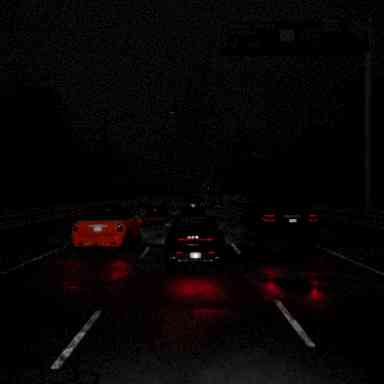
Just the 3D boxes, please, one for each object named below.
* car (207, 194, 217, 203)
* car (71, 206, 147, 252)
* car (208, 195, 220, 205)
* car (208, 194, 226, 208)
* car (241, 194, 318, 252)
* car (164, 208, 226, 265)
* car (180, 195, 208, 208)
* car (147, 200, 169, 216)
[{"bbox_3d":[4.667,1.571,77.791,2.150,2.045,5.566,0,-1,3],"label":"car"},{"bbox_3d":[-3.403,1.364,14.129,2.097,1.767,4.553,0,0,0],"label":"car"},{"bbox_3d":[4.018,1.444,61.892,2.097,1.767,4.553,0,0,2],"label":"car"},{"bbox_3d":[3.702,1.364,49.999,2.097,1.767,4.553,0,0,1],"label":"car"},{"bbox_3d":[3.496,1.093,14.212,2.150,2.045,5.566,0,0,0],"label":"car"},{"bbox_3d":[0.098,1.513,11.661,1.837,1.490,4.892,0,0,0],"label":"car"},{"bbox_3d":[0.101,1.280,31.051,2.150,2.045,5.566,0,0,0],"label":"car"},{"bbox_3d":[-3.389,1.546,33.322,1.882,1.535,5.008,0,0,0],"label":"car"}]
